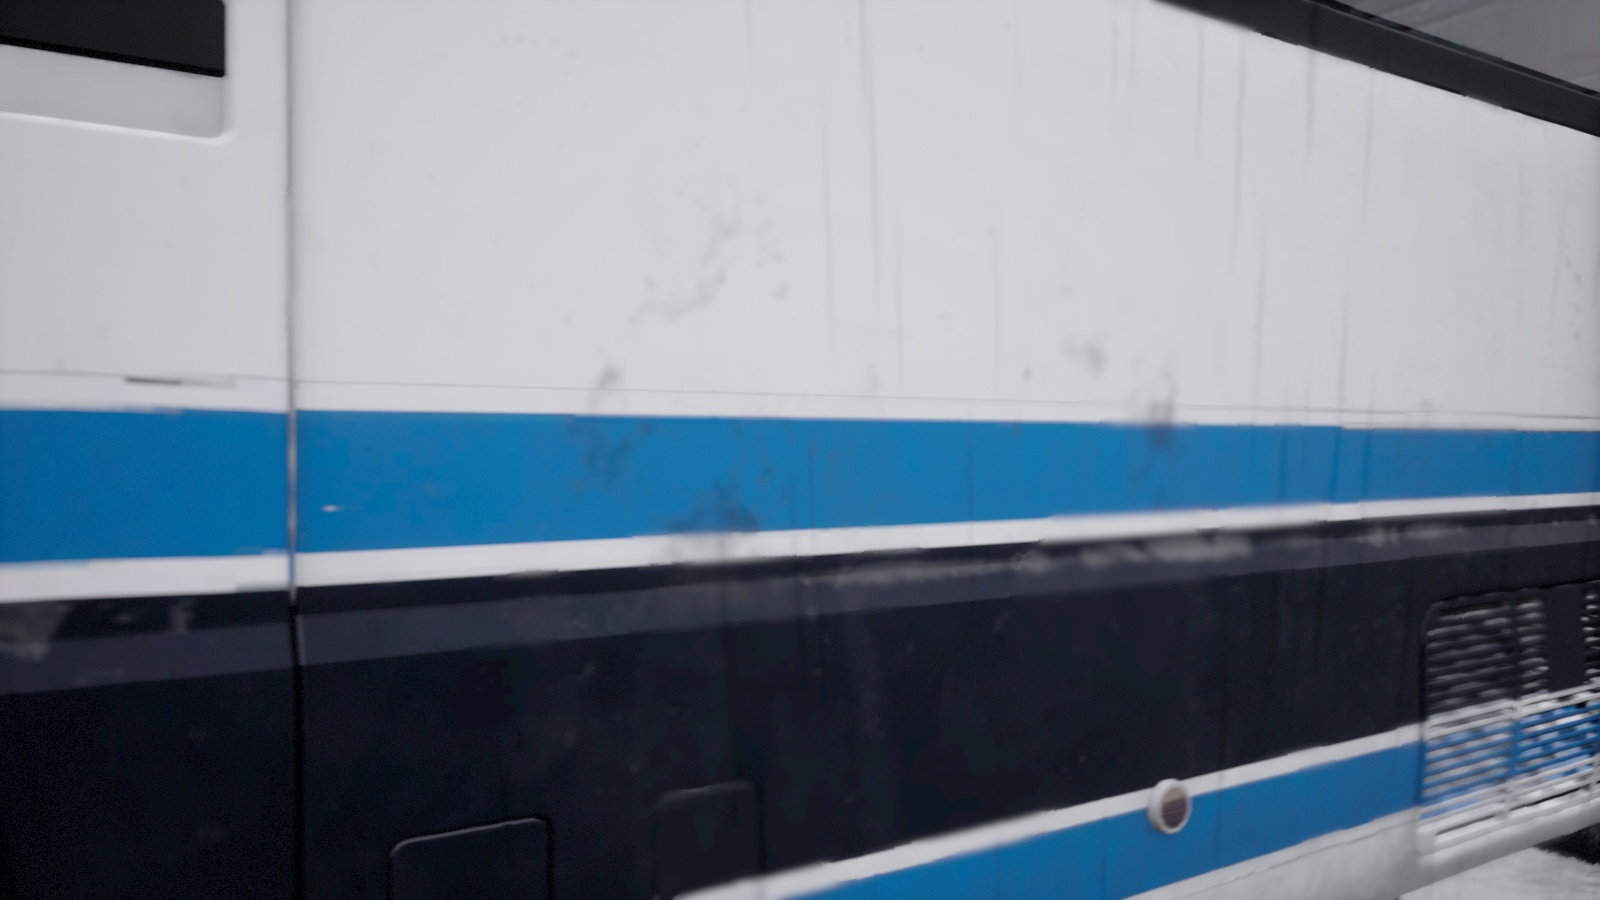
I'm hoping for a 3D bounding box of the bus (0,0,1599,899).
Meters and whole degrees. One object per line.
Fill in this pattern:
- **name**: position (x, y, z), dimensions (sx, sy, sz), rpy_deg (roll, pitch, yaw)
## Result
- **bus**: position (0.207, -0.623, 3.809), dimensions (10.273, 4.253, 3.944), rpy_deg (0, 0, -35)
